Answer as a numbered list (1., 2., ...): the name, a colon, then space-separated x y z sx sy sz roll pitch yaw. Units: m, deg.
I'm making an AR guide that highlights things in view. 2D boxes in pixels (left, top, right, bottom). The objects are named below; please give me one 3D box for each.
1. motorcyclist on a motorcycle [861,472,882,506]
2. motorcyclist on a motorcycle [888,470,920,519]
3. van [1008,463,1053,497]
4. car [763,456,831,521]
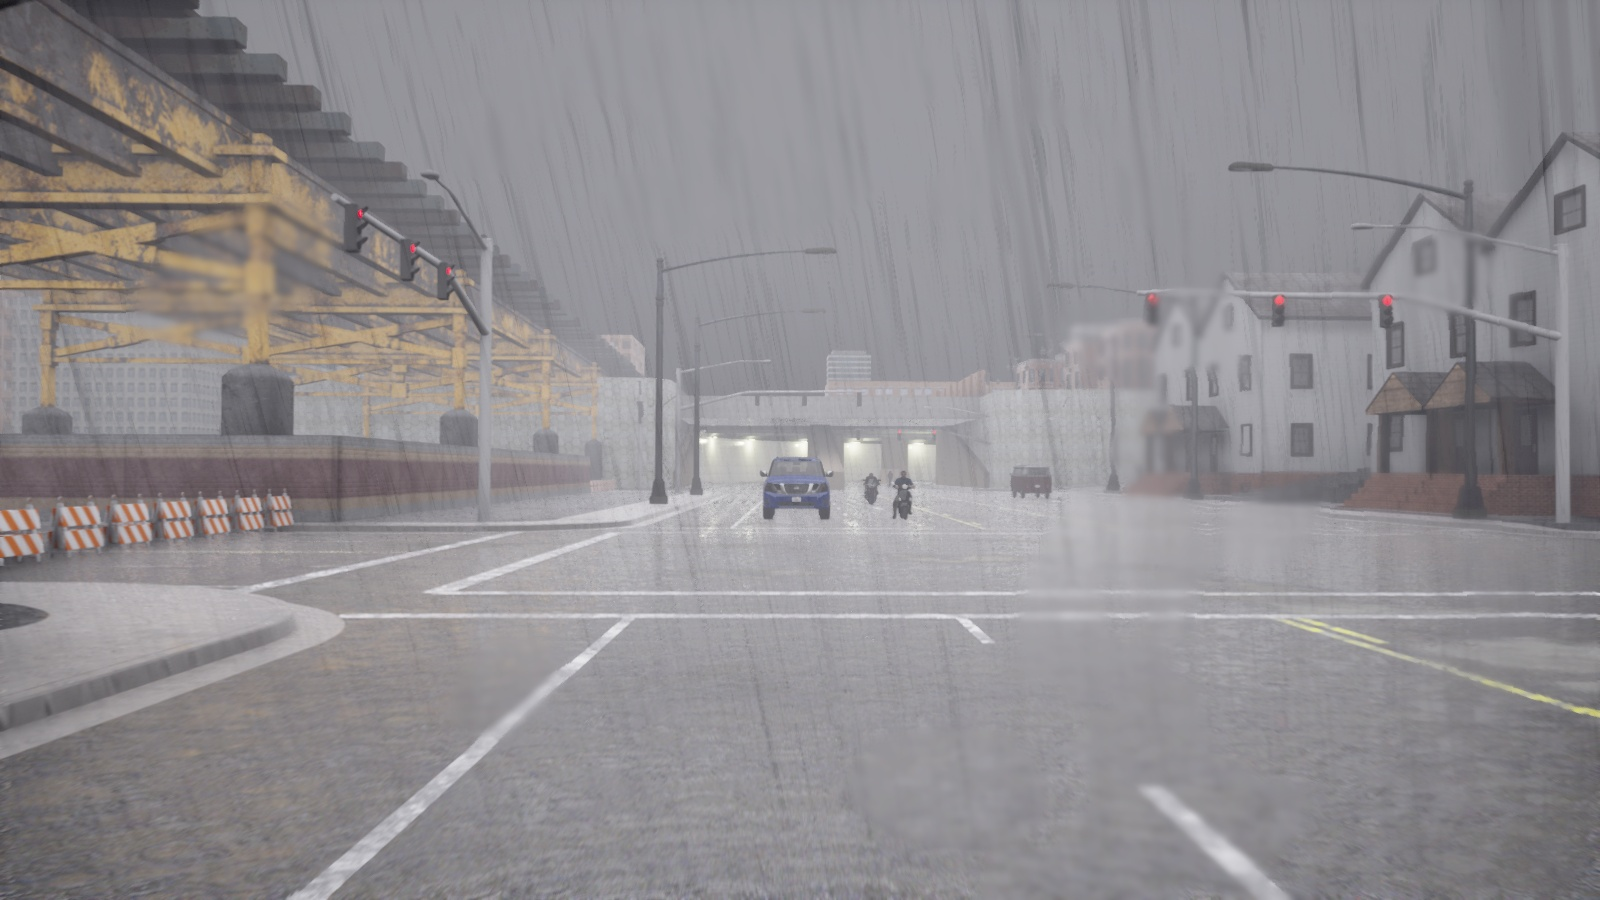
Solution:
1. motorcyclist on a motorcycle: 3.362 1.823 59.020 0.866 1.530 2.191 0 -1 0
2. motorcyclist on a motorcycle: 3.405 1.445 41.271 0.866 1.590 1.817 0 -1 0
3. van: 13.852 1.776 75.548 1.775 1.987 4.442 0 -1 -1
4. car: -0.099 1.243 42.462 2.150 2.045 5.566 0 -1 0
